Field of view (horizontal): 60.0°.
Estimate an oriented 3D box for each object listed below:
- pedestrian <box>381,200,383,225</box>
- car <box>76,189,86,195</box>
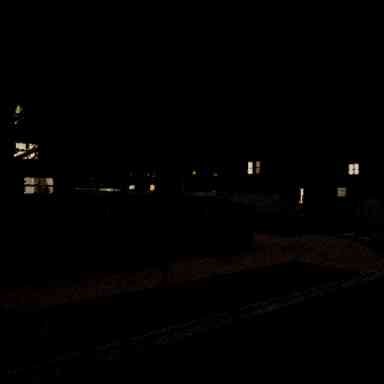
[{"bbox_3d":[11.439,1.033,19.556,0.375,1.860,0.375,3,-2,-35],"label":"pedestrian"},{"bbox_3d":[-19.003,0.271,57.234,2.128,1.511,4.902,1,0,-35],"label":"car"}]
